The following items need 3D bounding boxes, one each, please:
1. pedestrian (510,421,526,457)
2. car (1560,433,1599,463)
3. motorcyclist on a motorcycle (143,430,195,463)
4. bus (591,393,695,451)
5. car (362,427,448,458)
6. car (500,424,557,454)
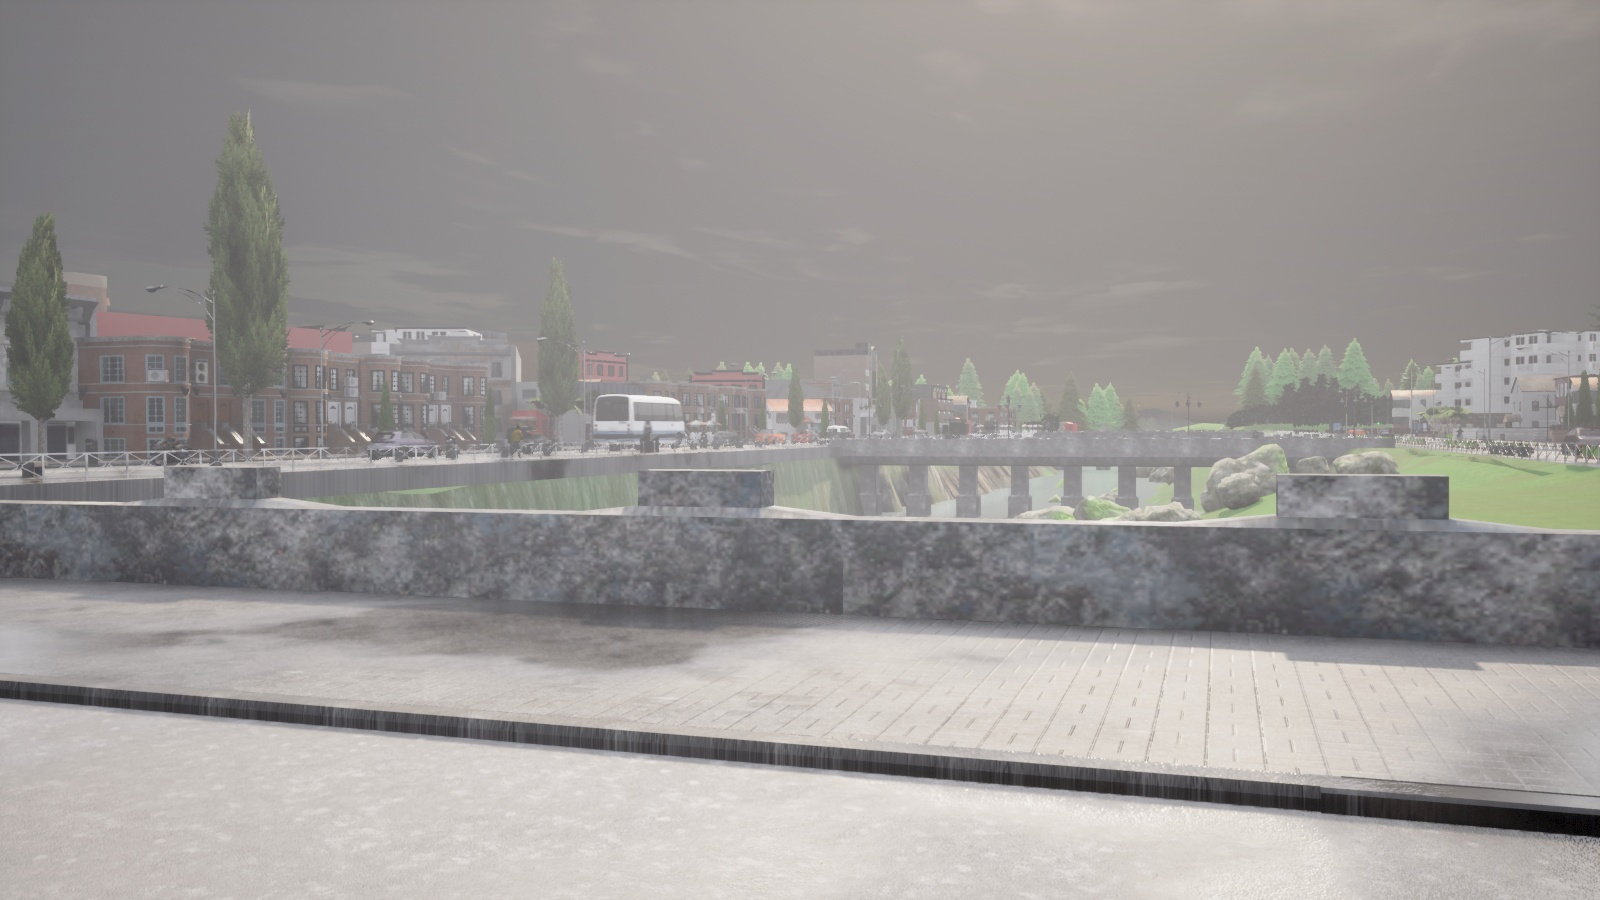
[{"bbox_3d":[-14.481,-0.550,64.437,0.431,1.840,0.709,1,1,30],"label":"pedestrian"},{"bbox_3d":[43.026,-0.132,68.614,1.789,1.549,3.705,1,1,19],"label":"car"},{"bbox_3d":[-29.533,-0.191,58.827,0.866,1.530,2.191,1,1,19],"label":"motorcyclist on a motorcycle"},{"bbox_3d":[-12.102,-2.166,98.120,3.944,4.253,10.273,1,1,19],"label":"bus"},{"bbox_3d":[-21.760,-0.436,69.405,2.033,1.649,4.856,1,1,19],"label":"car"},{"bbox_3d":[-17.646,-0.751,81.647,1.905,1.878,3.866,1,1,19],"label":"car"}]
